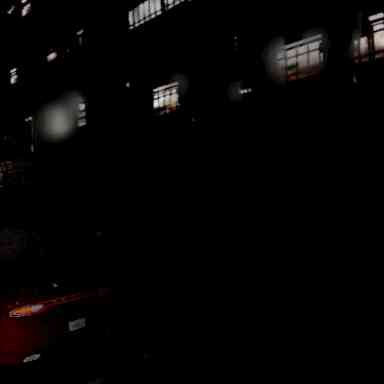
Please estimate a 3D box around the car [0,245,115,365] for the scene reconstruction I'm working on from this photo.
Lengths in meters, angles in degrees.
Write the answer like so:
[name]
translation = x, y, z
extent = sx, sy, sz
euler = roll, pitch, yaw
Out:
[car]
translation = -3.181, 1.577, 5.659
extent = 4.507, 1.381, 1.887
euler = -1, -1, 39
